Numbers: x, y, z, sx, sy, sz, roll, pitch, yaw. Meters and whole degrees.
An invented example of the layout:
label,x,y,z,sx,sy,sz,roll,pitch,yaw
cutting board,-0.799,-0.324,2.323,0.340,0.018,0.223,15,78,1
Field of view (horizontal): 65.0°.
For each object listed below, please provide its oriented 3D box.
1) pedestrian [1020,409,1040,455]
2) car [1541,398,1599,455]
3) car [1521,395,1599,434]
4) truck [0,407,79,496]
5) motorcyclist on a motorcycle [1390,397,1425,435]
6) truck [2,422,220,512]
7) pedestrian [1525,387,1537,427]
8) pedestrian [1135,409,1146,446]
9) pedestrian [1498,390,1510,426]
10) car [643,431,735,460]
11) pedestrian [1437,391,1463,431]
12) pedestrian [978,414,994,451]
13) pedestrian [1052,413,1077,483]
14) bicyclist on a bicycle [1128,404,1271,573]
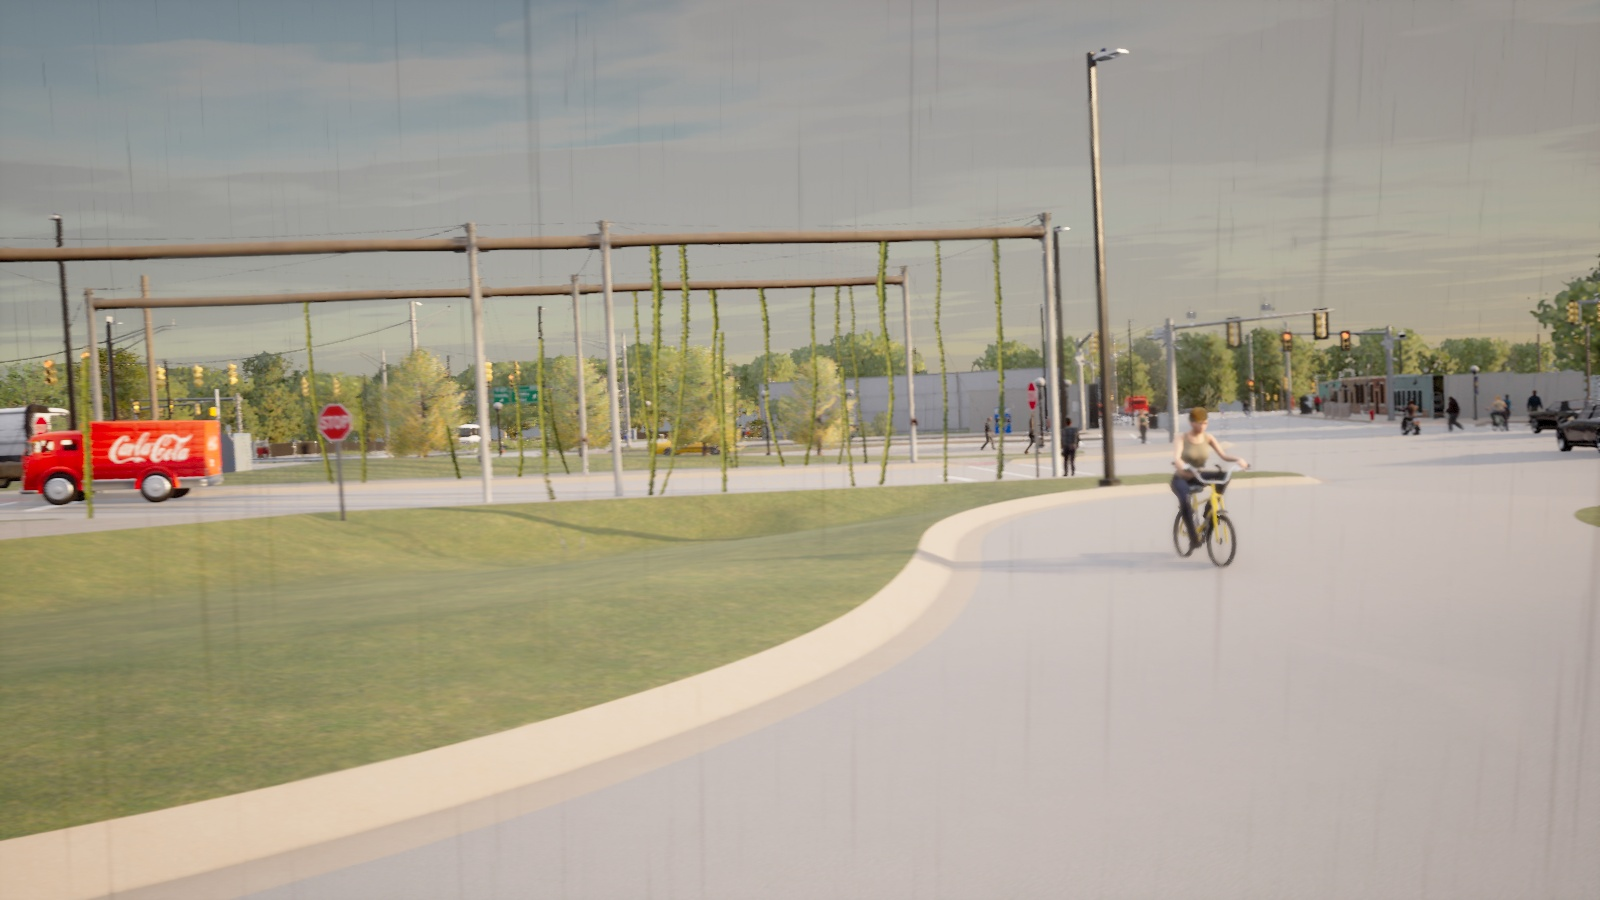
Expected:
label,x,y,z,sx,sy,sz,roll,pitch,yaw
pedestrian,9.389,-0.732,51.308,0.634,1.846,0.331,-4,2,-13
car,23.289,-0.735,35.880,2.163,1.488,4.792,-3,1,12
car,29.310,-1.365,47.697,1.895,1.301,4.718,-3,1,11
truck,-32.377,0.115,48.812,2.891,3.462,7.936,-3,0,11
motorcyclist on a motorcycle,27.372,-1.514,56.635,0.766,1.649,2.350,-3,0,11
truck,-20.766,0.446,38.134,5.204,2.467,2.627,-2,2,-13
pedestrian,33.896,-1.999,58.231,0.370,1.835,0.726,-2,2,25
pedestrian,17.119,-1.151,63.145,0.345,1.836,0.594,-3,2,4
pedestrian,38.555,-2.314,68.774,0.396,1.930,0.692,-2,2,19
car,-6.917,-0.287,78.370,5.366,1.575,1.801,-2,2,7
pedestrian,31.341,-1.889,60.578,0.899,1.844,0.634,-3,2,9
pedestrian,9.639,-0.893,64.925,0.720,1.854,0.376,-3,2,11
pedestrian,7.576,-0.069,35.979,0.423,1.949,0.788,-3,2,-1
bicyclist on a bicycle,4.055,0.356,12.864,0.866,1.612,1.509,-1,1,-6
